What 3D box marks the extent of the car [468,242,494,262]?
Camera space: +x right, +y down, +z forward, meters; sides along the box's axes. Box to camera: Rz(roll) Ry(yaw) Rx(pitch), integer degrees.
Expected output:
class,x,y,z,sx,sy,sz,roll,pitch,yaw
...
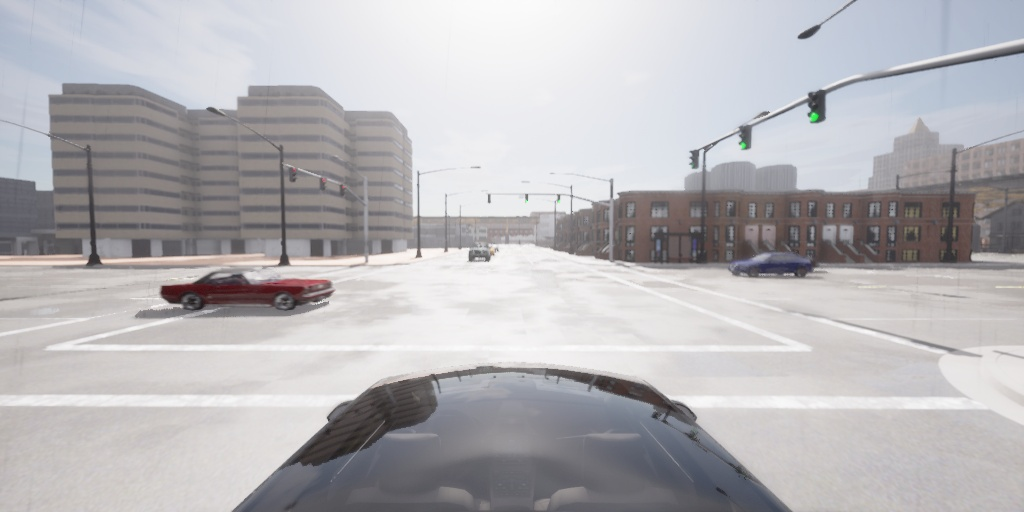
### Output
class,x,y,z,sx,sy,sz,roll,pitch,yaw
car,-3.556,-0.496,39.945,2.150,2.045,5.566,0,3,0

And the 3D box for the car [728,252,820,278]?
class,x,y,z,sx,sy,sz,roll,pitch,yaw
car,16.068,0.549,22.362,4.674,1.442,1.812,0,2,0

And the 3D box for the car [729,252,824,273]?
class,x,y,z,sx,sy,sz,roll,pitch,yaw
car,18.929,0.423,25.855,5.357,1.411,2.033,0,2,0

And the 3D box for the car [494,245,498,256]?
class,x,y,z,sx,sy,sz,roll,pitch,yaw
car,-3.540,-0.777,52.745,1.882,1.535,5.008,0,2,0

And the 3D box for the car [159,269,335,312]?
class,x,y,z,sx,sy,sz,roll,pitch,yaw
car,-8.601,1.086,11.992,4.718,1.301,1.895,0,2,0
